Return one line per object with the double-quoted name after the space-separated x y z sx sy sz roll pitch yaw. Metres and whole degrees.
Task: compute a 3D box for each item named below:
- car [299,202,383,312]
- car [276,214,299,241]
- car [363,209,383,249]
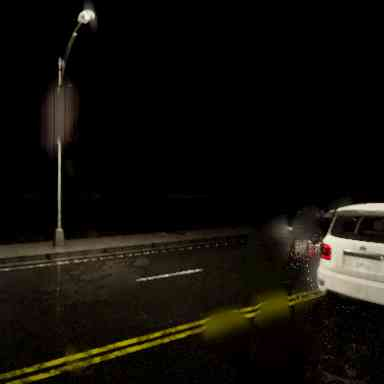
4.909 1.233 6.806 5.566 2.045 2.150 0 0 -35 "car"
6.071 1.516 15.771 4.902 1.511 2.128 0 0 -35 "car"
9.718 1.519 14.348 4.902 1.511 2.128 0 0 -35 "car"
